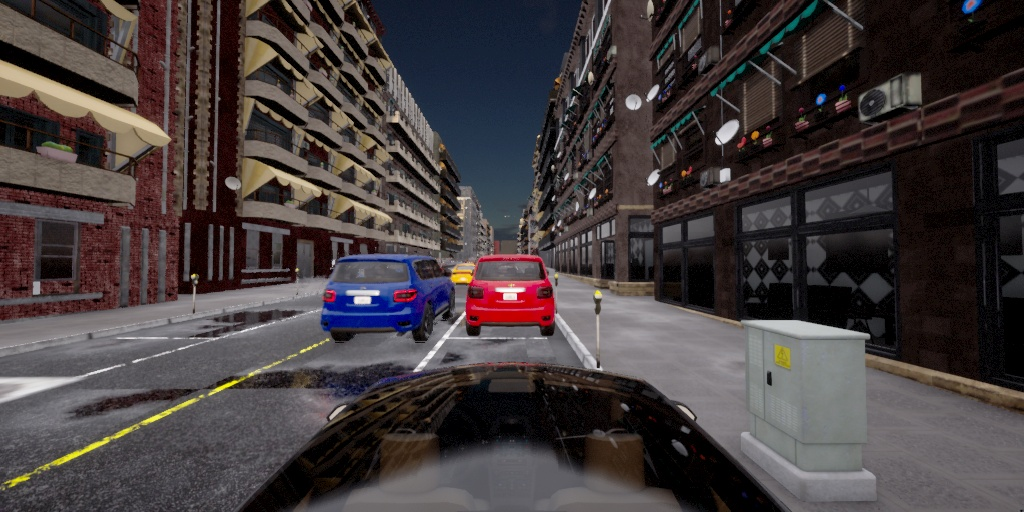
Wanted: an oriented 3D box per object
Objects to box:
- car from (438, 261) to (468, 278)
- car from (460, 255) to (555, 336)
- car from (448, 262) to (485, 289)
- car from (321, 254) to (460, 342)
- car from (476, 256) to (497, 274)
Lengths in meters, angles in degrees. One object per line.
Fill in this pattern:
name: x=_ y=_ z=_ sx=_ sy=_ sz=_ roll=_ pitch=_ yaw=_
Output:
car: x=-5.857 y=1.285 z=36.129 sx=2.128 sy=1.511 sz=4.902 roll=0 pitch=0 yaw=0
car: x=-0.039 y=0.983 z=10.533 sx=2.150 sy=2.045 sz=5.566 roll=0 pitch=0 yaw=0
car: x=-2.956 y=1.247 z=24.278 sx=1.882 sy=1.535 sz=5.008 roll=0 pitch=0 yaw=0
car: x=-3.020 y=0.978 z=9.927 sx=2.150 sy=2.045 sz=5.566 roll=0 pitch=0 yaw=0
car: x=-2.938 y=1.029 z=42.766 sx=2.150 sy=2.045 sz=5.566 roll=0 pitch=0 yaw=0
